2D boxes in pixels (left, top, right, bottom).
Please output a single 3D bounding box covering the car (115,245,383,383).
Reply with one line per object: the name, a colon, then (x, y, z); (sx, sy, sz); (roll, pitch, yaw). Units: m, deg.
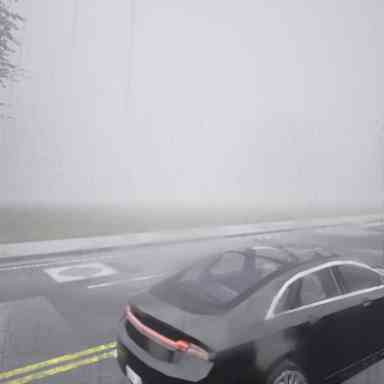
car: (1.443, 1.486, 4.469); (4.902, 1.511, 2.128); (0, 0, -36)
